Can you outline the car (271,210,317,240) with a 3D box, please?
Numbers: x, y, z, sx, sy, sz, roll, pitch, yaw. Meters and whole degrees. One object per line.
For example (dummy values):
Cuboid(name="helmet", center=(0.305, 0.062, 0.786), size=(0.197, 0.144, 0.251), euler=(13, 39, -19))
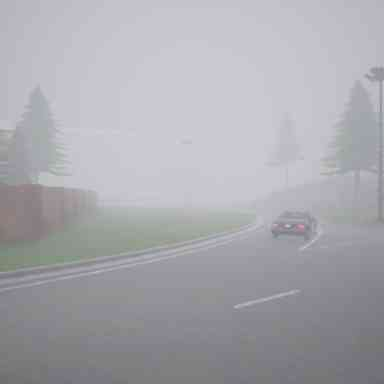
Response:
Cuboid(name="car", center=(5.687, 1.704, 18.262), size=(2.033, 1.411, 5.357), euler=(0, 0, 25))
